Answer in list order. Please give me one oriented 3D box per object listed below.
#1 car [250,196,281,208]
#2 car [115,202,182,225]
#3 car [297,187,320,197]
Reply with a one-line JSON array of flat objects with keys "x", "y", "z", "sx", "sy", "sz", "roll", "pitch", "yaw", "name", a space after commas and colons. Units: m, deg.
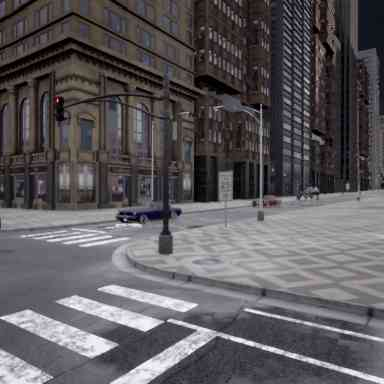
[{"x": 8.321, "y": 1.091, "z": 37.442, "sx": 1.895, "sy": 1.301, "sz": 4.718, "roll": 0, "pitch": 1, "yaw": 36, "name": "car"}, {"x": -2.753, "y": 1.346, "z": 21.904, "sx": 1.895, "sy": 1.301, "sz": 4.718, "roll": 0, "pitch": 1, "yaw": 35, "name": "car"}, {"x": 17.743, "y": 0.156, "z": 50.501, "sx": 2.150, "sy": 2.045, "sz": 5.566, "roll": 0, "pitch": 1, "yaw": 35, "name": "car"}]
